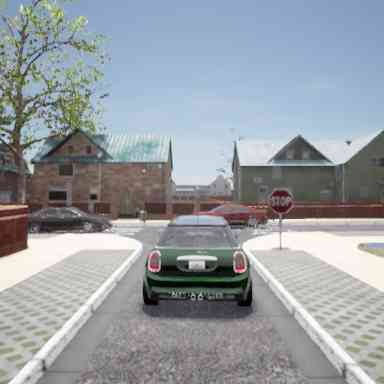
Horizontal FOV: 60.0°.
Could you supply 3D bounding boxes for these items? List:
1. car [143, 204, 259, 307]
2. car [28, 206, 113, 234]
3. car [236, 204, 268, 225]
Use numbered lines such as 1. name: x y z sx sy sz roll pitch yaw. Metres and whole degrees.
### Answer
1. car: 0.182 1.350 8.183 2.097 1.767 4.553 0 0 2
2. car: -6.912 1.572 18.467 4.892 1.490 1.837 -1 -1 1
3. car: 2.284 1.532 21.299 5.008 1.535 1.882 0 -1 1
